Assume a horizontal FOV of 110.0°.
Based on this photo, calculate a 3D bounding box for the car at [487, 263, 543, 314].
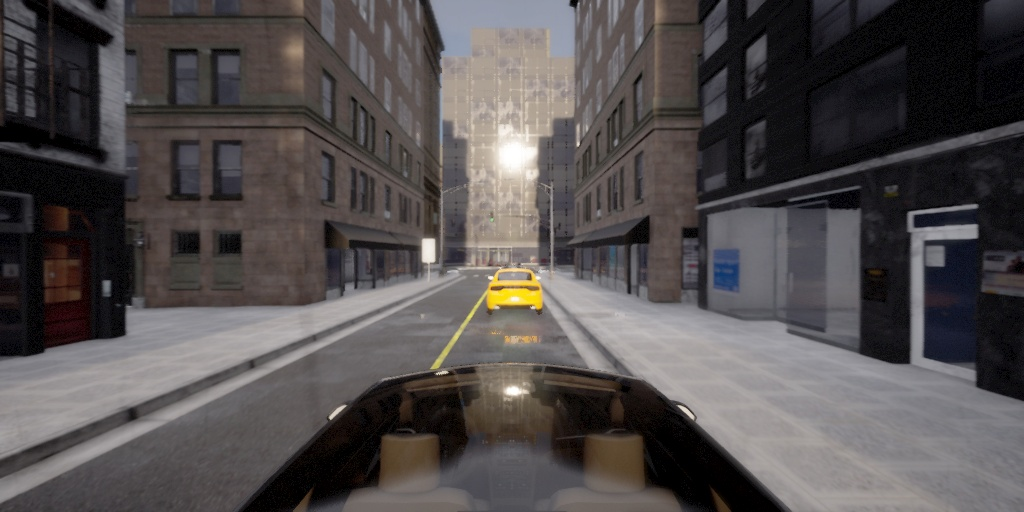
[{"bbox_3d":[0.101,1.210,13.806,1.882,1.535,5.008,0,0,0],"label":"car"}]
